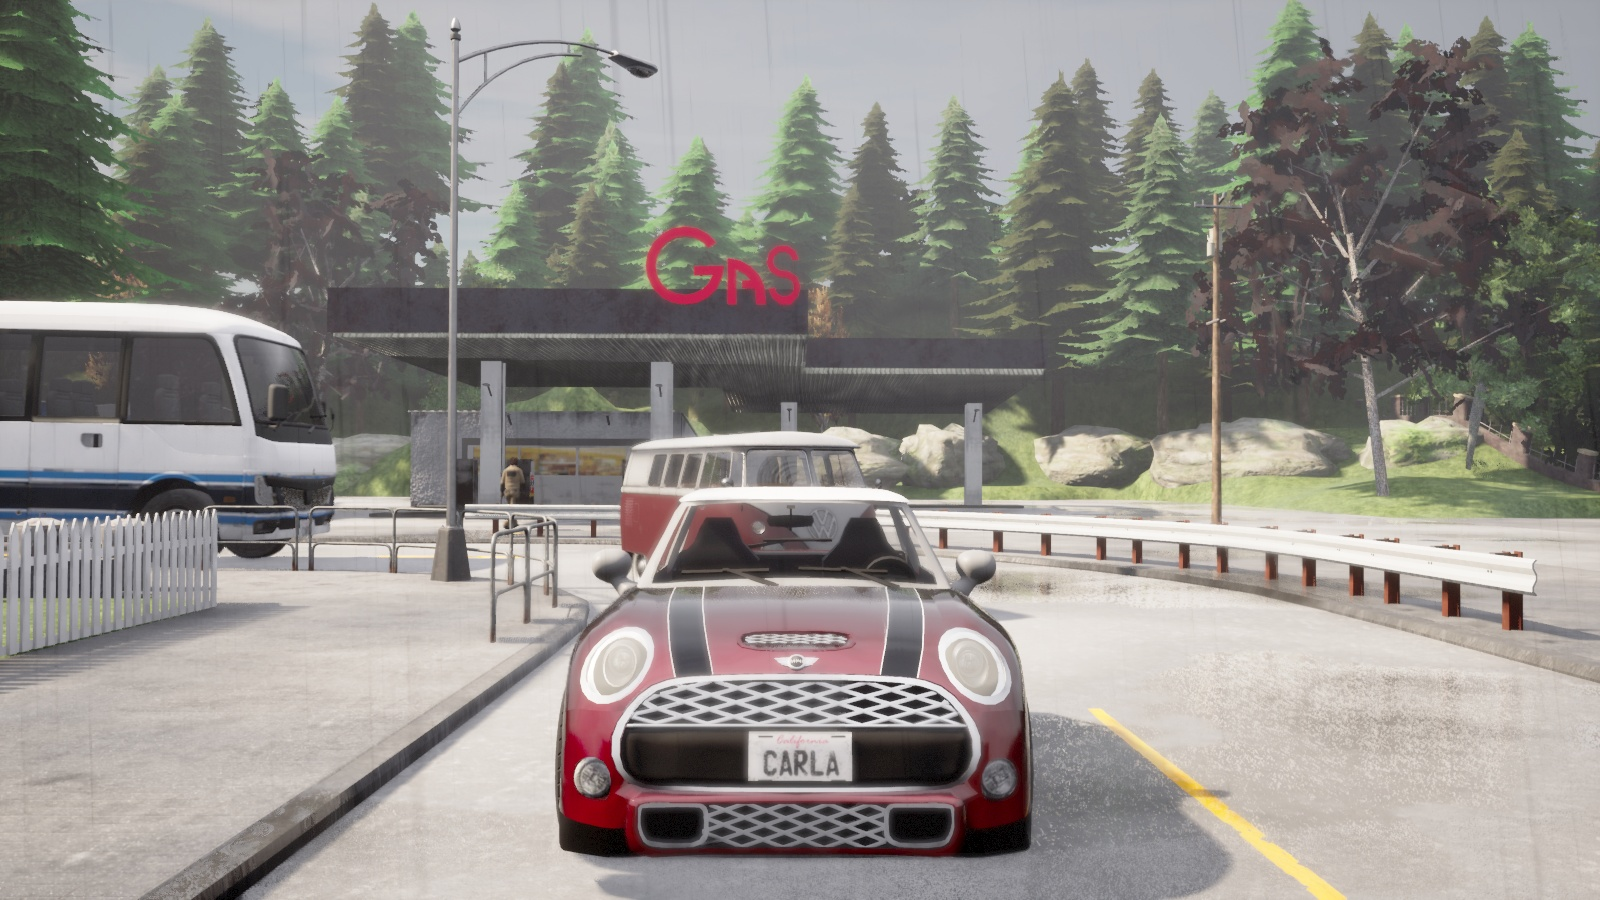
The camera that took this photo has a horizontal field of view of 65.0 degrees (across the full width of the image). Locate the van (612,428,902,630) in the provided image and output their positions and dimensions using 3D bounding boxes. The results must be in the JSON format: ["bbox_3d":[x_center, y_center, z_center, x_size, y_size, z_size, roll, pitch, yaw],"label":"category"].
[{"bbox_3d":[-0.697,0.818,14.748,1.775,1.987,4.442,0,-1,-25],"label":"van"}]

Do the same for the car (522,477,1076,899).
[{"bbox_3d":[-0.025,0.887,6.378,1.970,1.475,3.806,0,-1,-1],"label":"car"}]

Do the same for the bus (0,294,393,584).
[{"bbox_3d":[-12.484,-0.168,20.585,10.273,4.253,3.944,1,-1,0],"label":"bus"}]

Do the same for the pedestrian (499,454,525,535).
[{"bbox_3d":[-6.964,1.061,30.376,0.396,1.930,0.692,0,-1,10],"label":"pedestrian"}]
